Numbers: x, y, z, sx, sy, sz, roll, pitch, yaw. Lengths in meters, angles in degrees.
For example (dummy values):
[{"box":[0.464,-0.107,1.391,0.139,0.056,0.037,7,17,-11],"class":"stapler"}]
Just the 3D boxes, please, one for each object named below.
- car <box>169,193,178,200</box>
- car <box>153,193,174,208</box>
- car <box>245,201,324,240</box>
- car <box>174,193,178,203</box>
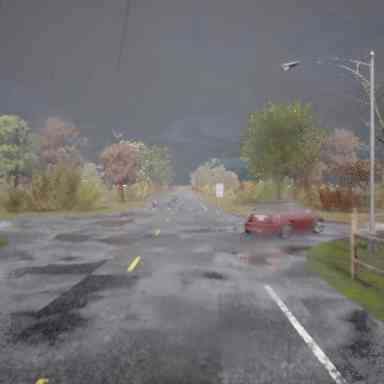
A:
[{"box":[-4.047,0.976,74.574,1.812,1.442,4.674,0,0,-1],"class":"car"},{"box":[-3.765,1.070,42.236,2.097,1.767,4.553,0,0,0],"class":"car"},{"box":[4.738,1.247,16.702,4.553,1.767,2.097,0,1,-43],"class":"car"},{"box":[-3.890,1.079,59.448,2.128,1.511,4.902,0,1,0],"class":"car"}]
